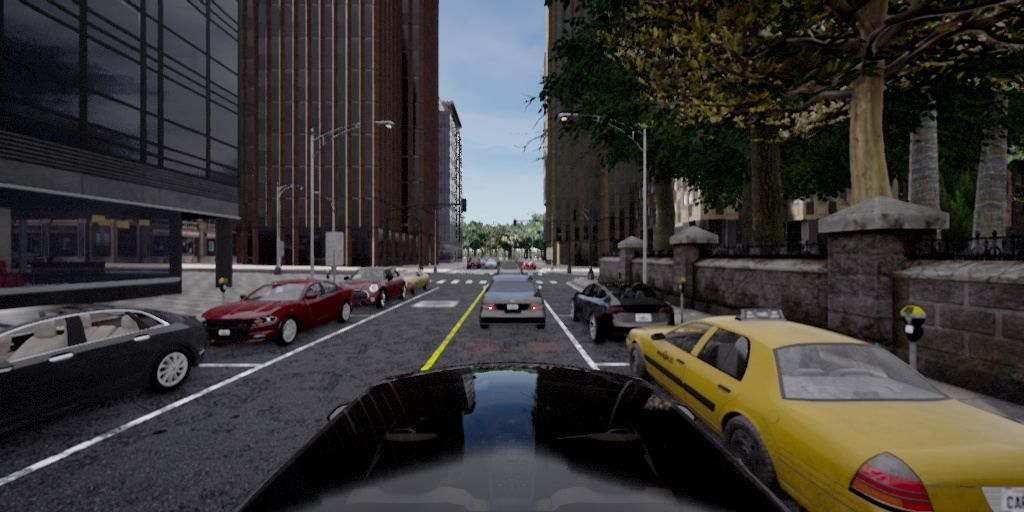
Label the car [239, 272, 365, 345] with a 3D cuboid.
[{"bbox_3d":[-5.807,1.297,9.467,1.888,1.381,4.507,0,0,0],"label":"car"}]

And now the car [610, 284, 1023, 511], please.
[{"bbox_3d":[2.749,1.276,4.232,1.751,1.417,4.829,0,0,0],"label":"car"}]

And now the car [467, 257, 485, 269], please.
[{"bbox_3d":[-6.088,1.092,57.787,2.192,1.841,5.009,0,0,0],"label":"car"}]

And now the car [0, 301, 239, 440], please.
[{"bbox_3d":[-5.775,1.301,4.010,2.007,1.370,4.403,0,0,0],"label":"car"}]

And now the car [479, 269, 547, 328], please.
[{"bbox_3d":[0.015,1.300,11.305,2.033,1.411,5.357,0,0,0],"label":"car"}]

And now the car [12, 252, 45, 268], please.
[{"bbox_3d":[-48.419,0.352,34.684,4.902,1.511,2.128,1,0,0],"label":"car"}]

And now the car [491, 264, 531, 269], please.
[{"bbox_3d":[-0.112,1.357,21.121,1.895,1.301,4.718,0,0,0],"label":"car"}]

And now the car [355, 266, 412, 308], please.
[{"bbox_3d":[-5.839,1.193,14.924,1.967,1.591,4.097,0,0,0],"label":"car"}]

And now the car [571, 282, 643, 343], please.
[{"bbox_3d":[2.718,1.318,9.518,1.948,1.339,4.313,0,0,0],"label":"car"}]

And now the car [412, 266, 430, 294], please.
[{"bbox_3d":[-5.869,1.281,20.210,1.751,1.417,4.829,0,0,0],"label":"car"}]

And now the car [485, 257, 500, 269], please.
[{"bbox_3d":[-3.402,1.303,58.709,1.812,1.442,4.674,0,0,0],"label":"car"}]

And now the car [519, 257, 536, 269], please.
[{"bbox_3d":[2.469,1.213,52.400,1.967,1.591,4.097,0,0,0],"label":"car"}]
